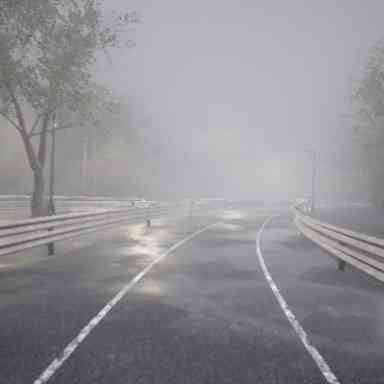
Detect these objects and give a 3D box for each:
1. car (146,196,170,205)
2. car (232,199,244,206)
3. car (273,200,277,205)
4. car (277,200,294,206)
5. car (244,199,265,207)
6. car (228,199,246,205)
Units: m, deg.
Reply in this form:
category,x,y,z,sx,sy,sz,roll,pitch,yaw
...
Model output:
category,x,y,z,sx,sy,sz,roll,pitch,yaw
car,-5.850,1.505,57.252,2.097,1.767,4.553,2,0,39
car,10.693,2.220,72.282,1.882,1.535,5.008,2,0,39
car,23.370,2.724,88.083,2.033,1.411,5.357,2,0,39
car,23.732,2.694,82.942,1.837,1.490,4.892,2,0,39
car,13.536,2.192,70.228,2.097,1.767,4.553,2,0,39
car,10.623,2.340,77.789,1.895,1.301,4.718,2,0,39
